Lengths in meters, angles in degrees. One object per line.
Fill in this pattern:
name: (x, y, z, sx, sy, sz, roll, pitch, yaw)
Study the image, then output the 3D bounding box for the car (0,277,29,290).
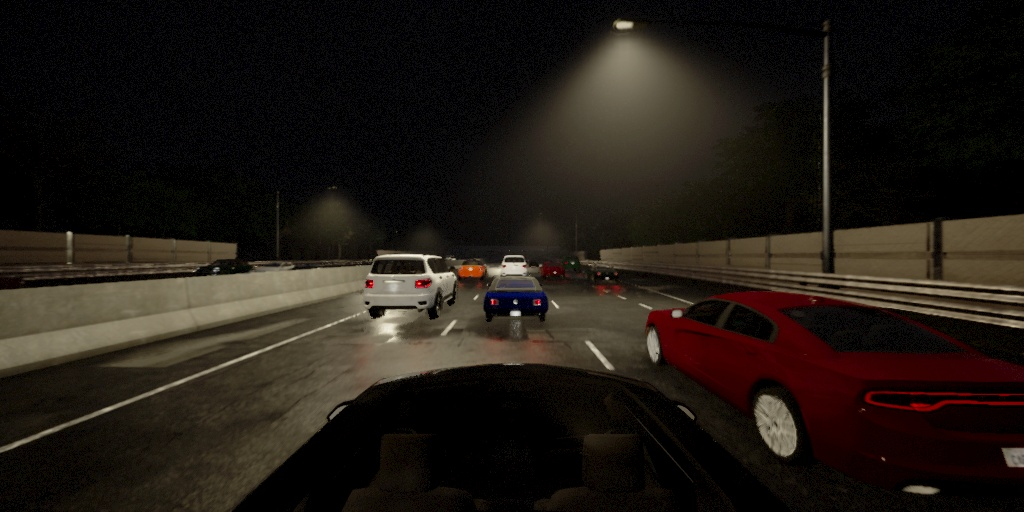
car: (-23.834, 1.286, 14.567, 2.033, 1.411, 5.357, 0, 0, -3)

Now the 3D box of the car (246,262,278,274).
car: (-20.996, 1.271, 32.172, 1.812, 1.442, 4.674, 0, 0, 0)

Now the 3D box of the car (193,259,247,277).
car: (-24.416, 1.095, 30.529, 2.097, 1.767, 4.553, 0, 0, 0)

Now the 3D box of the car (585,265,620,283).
car: (6.984, 1.346, 28.262, 1.895, 1.301, 4.718, 0, 0, 2)

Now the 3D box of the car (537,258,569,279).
car: (3.597, 1.227, 32.404, 1.882, 1.535, 5.008, 0, 0, 0)

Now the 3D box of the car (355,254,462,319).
car: (-3.386, 0.963, 12.972, 2.150, 2.045, 5.566, 0, 0, 0)

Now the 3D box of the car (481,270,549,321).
car: (0.113, 1.343, 12.395, 1.895, 1.301, 4.718, 0, 0, 0)

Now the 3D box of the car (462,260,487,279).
car: (-3.311, 1.098, 30.955, 2.097, 1.767, 4.553, 0, 0, 0)

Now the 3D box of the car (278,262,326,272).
car: (-17.505, 1.308, 30.749, 1.994, 1.385, 4.181, 0, 0, 0)

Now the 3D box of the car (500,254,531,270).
car: (0.187, 0.968, 30.694, 2.150, 2.045, 5.566, 0, 0, 0)

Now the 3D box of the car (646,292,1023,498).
car: (3.502, 1.225, 4.929, 1.882, 1.535, 5.008, 0, 0, 0)

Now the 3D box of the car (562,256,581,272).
car: (7.272, 0.985, 45.306, 2.150, 2.045, 5.566, 0, 0, 1)
